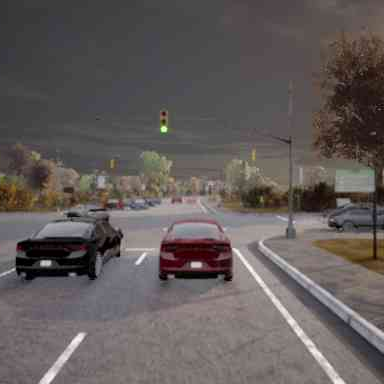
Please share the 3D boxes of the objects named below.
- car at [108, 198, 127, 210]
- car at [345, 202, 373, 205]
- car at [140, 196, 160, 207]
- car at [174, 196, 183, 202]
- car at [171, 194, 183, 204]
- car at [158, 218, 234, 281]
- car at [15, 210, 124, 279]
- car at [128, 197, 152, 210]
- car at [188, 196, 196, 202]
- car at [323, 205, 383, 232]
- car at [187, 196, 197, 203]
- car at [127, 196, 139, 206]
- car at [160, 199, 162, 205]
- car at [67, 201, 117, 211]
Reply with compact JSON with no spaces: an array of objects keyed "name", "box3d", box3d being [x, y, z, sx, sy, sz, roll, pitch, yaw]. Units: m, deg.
[{"name":"car","box3d":[-10.597,1.684,45.411,1.882,1.535,5.008,0,0,0]},{"name":"car","box3d":[13.372,1.629,27.297,4.892,1.490,1.837,0,0,3]},{"name":"car","box3d":[-7.055,1.799,55.383,2.033,1.411,5.357,0,0,0]},{"name":"car","box3d":[-3.480,1.719,86.156,1.882,1.535,5.008,0,0,1]},{"name":"car","box3d":[-3.518,1.562,75.778,2.150,2.045,5.566,0,0,0]},{"name":"car","box3d":[0.094,1.524,10.075,1.882,1.535,5.008,0,0,0]},{"name":"car","box3d":[-3.403,1.525,10.219,1.882,1.535,5.008,0,0,0]},{"name":"car","box3d":[-7.102,1.734,45.791,1.812,1.442,4.674,0,0,0]},{"name":"car","box3d":[0.020,1.719,86.135,1.882,1.535,5.008,0,0,1]},{"name":"car","box3d":[10.510,1.656,20.192,4.181,1.385,1.994,0,0,2]},{"name":"car","box3d":[-0.017,1.694,76.135,2.097,1.767,4.553,0,0,0]},{"name":"car","box3d":[-10.557,1.754,54.828,1.837,1.490,4.892,0,0,1]},{"name":"car","box3d":[-7.019,1.847,66.041,2.033,1.411,5.357,0,0,0]},{"name":"car","box3d":[-7.753,1.601,24.137,2.128,1.511,4.902,1,-1,-40]}]
